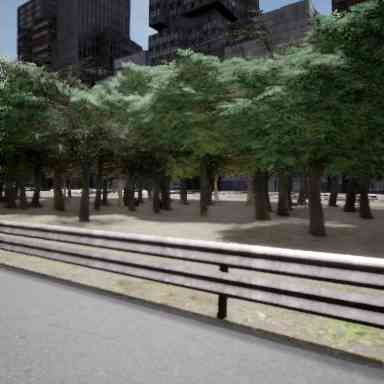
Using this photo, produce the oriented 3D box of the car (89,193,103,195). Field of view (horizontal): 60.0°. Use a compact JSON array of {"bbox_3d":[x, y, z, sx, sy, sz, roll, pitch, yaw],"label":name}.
[{"bbox_3d":[-21.489,-0.050,74.800,4.674,1.442,1.812,1,1,9],"label":"car"}]
